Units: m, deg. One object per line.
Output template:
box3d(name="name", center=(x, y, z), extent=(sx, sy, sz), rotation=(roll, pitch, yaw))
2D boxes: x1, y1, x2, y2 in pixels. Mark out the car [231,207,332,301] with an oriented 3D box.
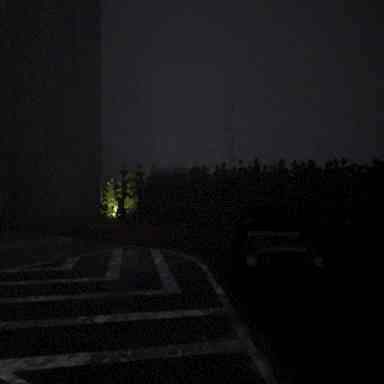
box3d(name="car", center=(2.005, 1.363, 8.442), extent=(1.905, 1.878, 3.866), rotation=(0, 0, 4))
